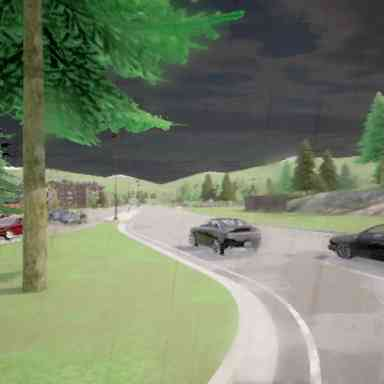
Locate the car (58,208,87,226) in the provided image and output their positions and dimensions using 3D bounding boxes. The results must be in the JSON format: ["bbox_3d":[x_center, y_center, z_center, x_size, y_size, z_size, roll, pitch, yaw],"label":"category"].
[{"bbox_3d":[-13.495,3.010,38.628,2.128,1.511,4.902,-1,-2,-7],"label":"car"}]

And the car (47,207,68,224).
[{"bbox_3d":[-17.670,2.996,43.889,2.150,2.045,5.566,-1,-1,-7],"label":"car"}]

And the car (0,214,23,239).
[{"bbox_3d":[-13.232,2.555,24.542,1.882,1.535,5.008,-1,-2,5],"label":"car"}]

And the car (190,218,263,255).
[{"bbox_3d":[1.400,1.954,15.570,2.128,1.511,4.902,-1,-2,-20],"label":"car"}]

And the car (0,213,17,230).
[{"bbox_3d":[-20.068,3.010,34.167,1.882,1.535,5.008,-1,-2,-5],"label":"car"}]

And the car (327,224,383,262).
[{"bbox_3d":[6.949,1.742,11.020,2.033,1.411,5.357,-1,-2,-17],"label":"car"}]
